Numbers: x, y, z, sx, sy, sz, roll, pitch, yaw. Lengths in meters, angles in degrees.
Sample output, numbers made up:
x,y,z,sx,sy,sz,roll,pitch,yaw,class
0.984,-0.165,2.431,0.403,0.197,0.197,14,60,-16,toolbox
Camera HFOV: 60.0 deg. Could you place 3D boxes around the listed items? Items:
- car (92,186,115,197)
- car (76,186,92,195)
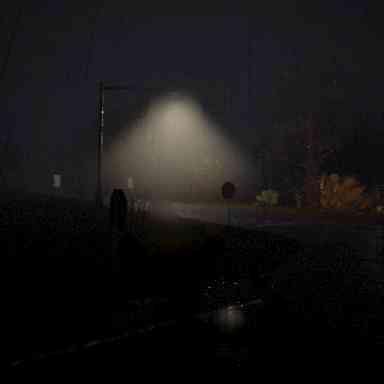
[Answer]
x,y,z,sx,sy,sz,roll,pitch,yaw,class
-13.102,-0.147,50.776,2.097,1.767,4.553,1,1,-36,car
-18.956,-0.275,58.932,2.033,1.411,5.357,1,1,-36,car
